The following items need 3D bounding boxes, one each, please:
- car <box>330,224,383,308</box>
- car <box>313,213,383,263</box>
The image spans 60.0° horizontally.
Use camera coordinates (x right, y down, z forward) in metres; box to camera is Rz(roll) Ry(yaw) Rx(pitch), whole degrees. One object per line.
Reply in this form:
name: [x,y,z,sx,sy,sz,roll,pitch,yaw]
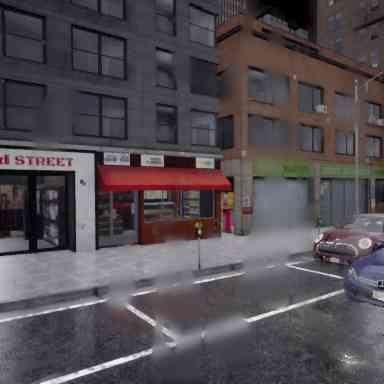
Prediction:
car: [5.141,1.524,7.051,4.674,1.442,1.812,0,0,-36]
car: [5.728,1.439,10.757,4.097,1.590,1.967,0,-1,-36]
